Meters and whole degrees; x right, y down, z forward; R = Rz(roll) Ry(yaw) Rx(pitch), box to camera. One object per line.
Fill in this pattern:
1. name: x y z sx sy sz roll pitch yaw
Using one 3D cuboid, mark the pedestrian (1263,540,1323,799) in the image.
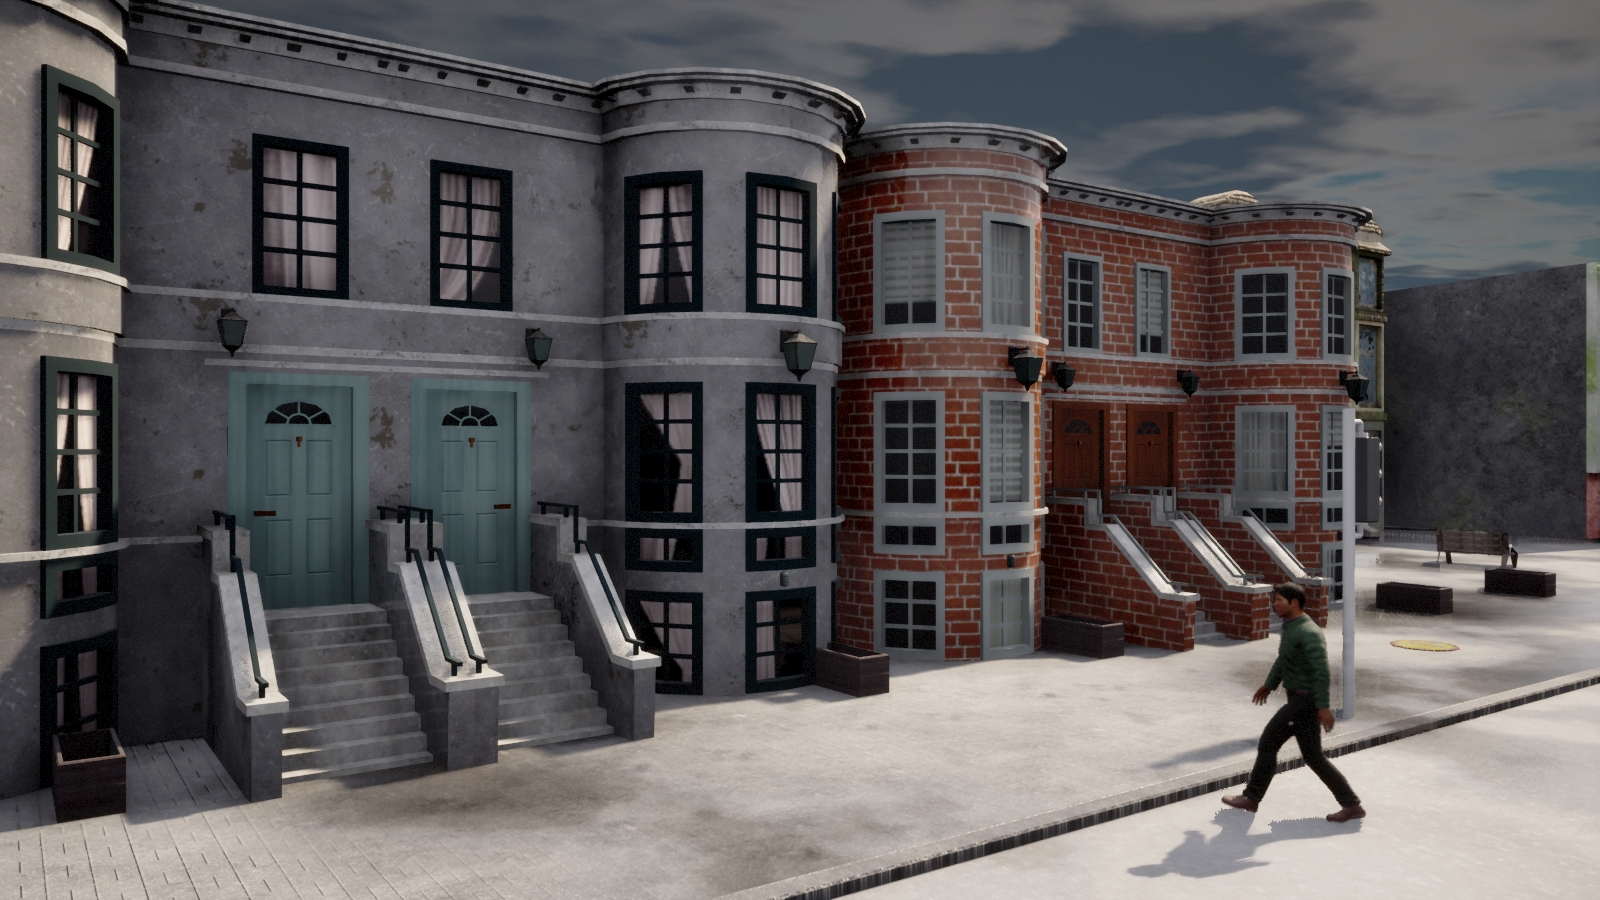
1. pedestrian: 3.703 1.629 8.598 0.375 1.860 0.375 0 0 17
